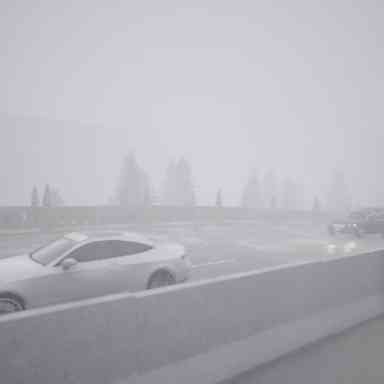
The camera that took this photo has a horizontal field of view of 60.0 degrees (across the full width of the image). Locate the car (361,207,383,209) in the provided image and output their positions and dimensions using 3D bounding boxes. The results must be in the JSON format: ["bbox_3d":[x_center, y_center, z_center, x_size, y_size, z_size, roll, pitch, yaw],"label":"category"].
[{"bbox_3d":[15.046,2.231,27.632,5.566,2.045,2.150,6,-3,-35],"label":"car"}]

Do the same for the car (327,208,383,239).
[{"bbox_3d":[10.011,1.912,19.739,4.902,1.511,2.128,4,-2,-35],"label":"car"}]

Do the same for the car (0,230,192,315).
[{"bbox_3d":[-2.166,1.544,6.749,4.674,1.442,1.812,1,0,-36],"label":"car"}]
